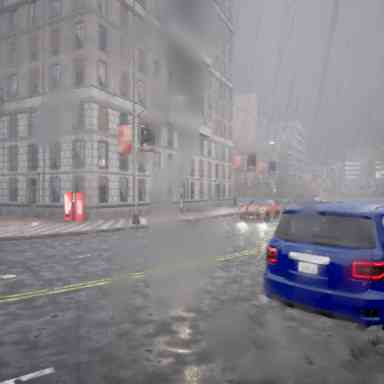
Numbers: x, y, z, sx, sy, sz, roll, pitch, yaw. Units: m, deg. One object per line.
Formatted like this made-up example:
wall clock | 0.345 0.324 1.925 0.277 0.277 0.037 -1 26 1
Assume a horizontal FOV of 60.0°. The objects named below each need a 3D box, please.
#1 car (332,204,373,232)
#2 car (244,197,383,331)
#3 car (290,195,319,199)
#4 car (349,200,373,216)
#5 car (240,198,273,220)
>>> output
car | 10.309 1.554 21.170 1.994 1.385 4.181 0 0 31
car | 3.718 1.221 6.819 5.566 2.045 2.150 0 0 -43
car | 8.286 1.211 24.698 2.150 2.045 5.566 0 0 29
car | 16.620 1.549 32.766 1.994 1.385 4.181 0 0 27
car | 5.520 1.334 26.925 2.097 1.767 4.553 0 0 29
